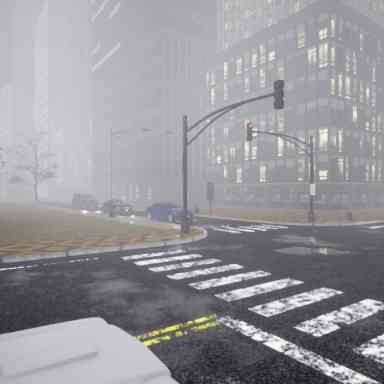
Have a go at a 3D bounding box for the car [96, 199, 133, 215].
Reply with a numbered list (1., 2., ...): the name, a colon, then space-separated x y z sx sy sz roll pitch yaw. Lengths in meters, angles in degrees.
1. car: -7.752 1.497 34.257 2.128 1.511 4.902 0 0 -35

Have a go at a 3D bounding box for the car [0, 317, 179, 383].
1. car: -2.274 1.601 1.821 4.718 1.301 1.895 0 0 -36

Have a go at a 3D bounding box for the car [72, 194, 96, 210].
1. car: -13.838 1.227 42.899 2.150 2.045 5.566 0 0 -35

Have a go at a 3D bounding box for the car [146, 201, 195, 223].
1. car: -1.777 1.484 25.795 1.882 1.535 5.008 0 0 -36
